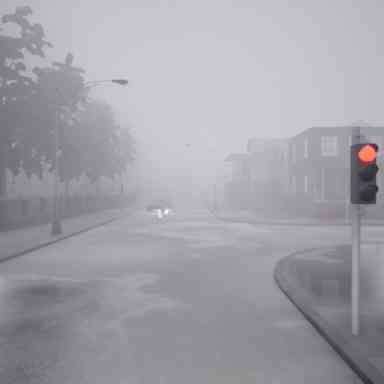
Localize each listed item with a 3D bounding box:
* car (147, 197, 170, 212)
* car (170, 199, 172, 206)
[{"bbox_3d":[-4.060,1.506,38.857,2.033,1.411,5.357,0,0,0],"label":"car"},{"bbox_3d":[-4.033,1.439,49.196,2.128,1.511,4.902,0,0,0],"label":"car"}]
